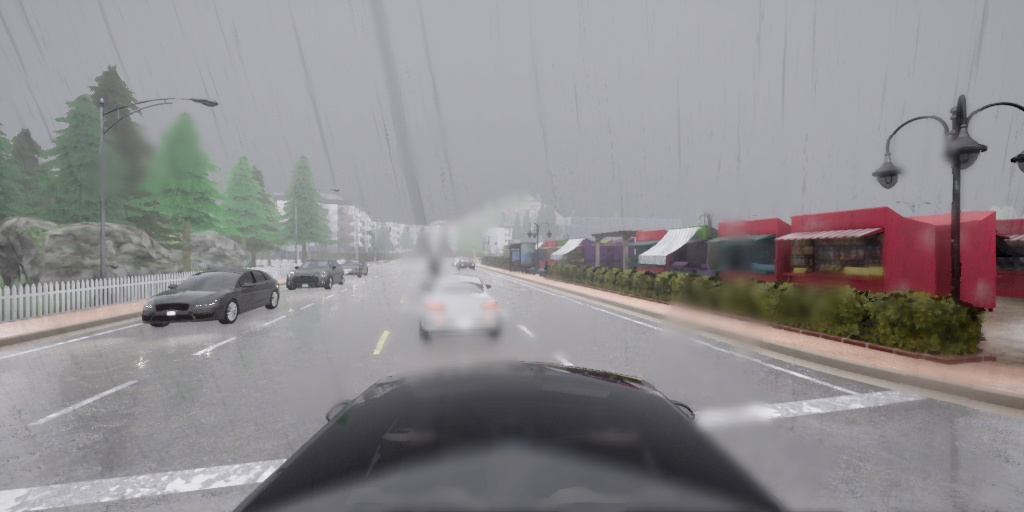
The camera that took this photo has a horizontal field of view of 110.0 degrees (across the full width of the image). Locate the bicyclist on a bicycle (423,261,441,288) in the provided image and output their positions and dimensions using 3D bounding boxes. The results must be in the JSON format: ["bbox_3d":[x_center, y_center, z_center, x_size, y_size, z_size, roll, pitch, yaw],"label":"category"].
[{"bbox_3d":[-4.310,1.078,19.597,0.582,1.620,1.656,0,1,25],"label":"bicyclist on a bicycle"}]

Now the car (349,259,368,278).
[{"bbox_3d":[-13.591,1.033,30.683,2.128,1.511,4.902,0,0,-13],"label":"car"}]

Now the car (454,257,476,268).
[{"bbox_3d":[-5.625,1.046,43.736,1.895,1.301,4.718,0,0,-13],"label":"car"}]

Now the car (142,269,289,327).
[{"bbox_3d":[-9.188,1.190,11.461,1.837,1.490,4.892,0,0,-13],"label":"car"}]

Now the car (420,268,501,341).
[{"bbox_3d":[-1.476,1.225,9.748,1.812,1.442,4.674,0,0,-12],"label":"car"}]

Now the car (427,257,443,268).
[{"bbox_3d":[-10.858,0.897,50.796,1.837,1.490,4.892,0,0,-13],"label":"car"}]

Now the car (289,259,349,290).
[{"bbox_3d":[-11.392,0.965,21.061,2.097,1.767,4.553,0,0,-13],"label":"car"}]
